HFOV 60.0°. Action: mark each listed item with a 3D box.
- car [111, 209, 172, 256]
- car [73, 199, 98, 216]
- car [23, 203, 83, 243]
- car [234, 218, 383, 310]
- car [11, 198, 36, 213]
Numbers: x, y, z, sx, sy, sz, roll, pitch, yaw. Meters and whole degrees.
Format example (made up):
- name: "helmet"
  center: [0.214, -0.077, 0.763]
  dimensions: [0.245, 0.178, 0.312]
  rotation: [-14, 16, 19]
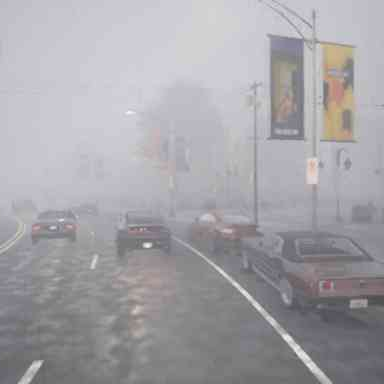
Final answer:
- name: "car"
  center: [-2.012, 1.422, 12.846]
  dimensions: [1.837, 1.490, 4.892]
  rotation: [0, 0, -15]
- name: "car"
  center: [-9.635, 1.368, 29.262]
  dimensions: [1.812, 1.442, 4.674]
  rotation: [-1, 0, -33]
- name: "car"
  center: [-6.436, 1.470, 15.713]
  dimensions: [2.033, 1.411, 5.357]
  rotation: [0, 0, -20]
- name: "car"
  center: [2.504, 1.524, 7.651]
  dimensions: [1.895, 1.301, 4.718]
  rotation: [0, 0, -6]
- name: "car"
  center: [-17.587, 1.341, 34.695]
  dimensions: [2.128, 1.511, 4.902]
  rotation: [-1, 1, -35]
